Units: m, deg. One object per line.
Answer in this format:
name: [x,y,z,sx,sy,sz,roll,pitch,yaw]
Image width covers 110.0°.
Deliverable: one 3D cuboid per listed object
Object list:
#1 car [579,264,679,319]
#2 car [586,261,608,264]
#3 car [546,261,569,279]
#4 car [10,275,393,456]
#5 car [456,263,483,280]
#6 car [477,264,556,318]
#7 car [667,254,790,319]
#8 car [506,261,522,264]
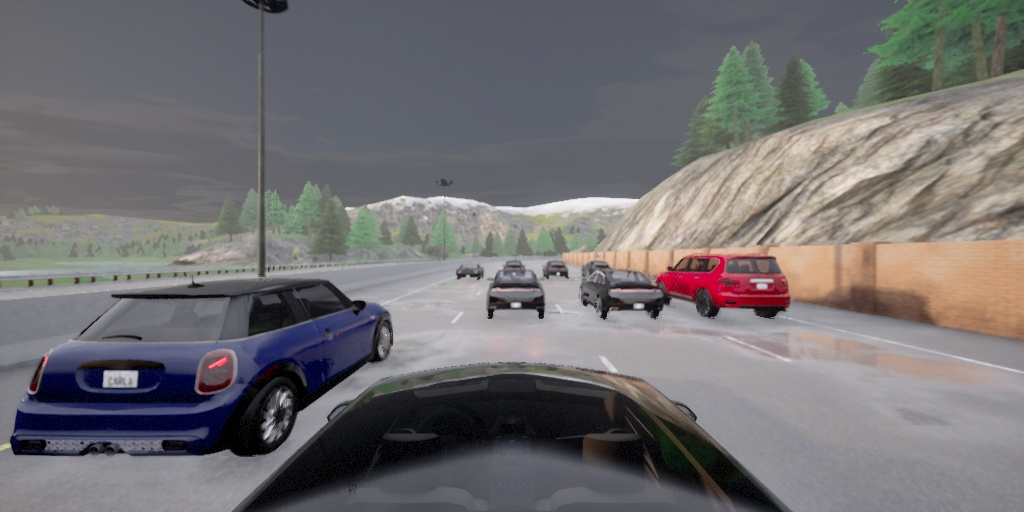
car: [3.623,1.206,12.637,2.128,1.511,4.902,0,0,0]
car: [7.167,1.155,30.674,1.837,1.490,4.892,0,0,0]
car: [3.667,1.147,30.757,1.837,1.490,4.892,0,0,0]
car: [-3.395,1.081,5.240,2.097,1.767,4.553,0,0,0]
car: [-3.336,1.233,29.448,1.895,1.301,4.718,0,0,0]
car: [0.124,1.198,12.805,2.128,1.511,4.902,0,0,0]
car: [7.125,0.942,12.889,2.150,2.045,5.566,0,0,0]
car: [0.167,1.139,30.863,1.837,1.490,4.892,0,0,0]
